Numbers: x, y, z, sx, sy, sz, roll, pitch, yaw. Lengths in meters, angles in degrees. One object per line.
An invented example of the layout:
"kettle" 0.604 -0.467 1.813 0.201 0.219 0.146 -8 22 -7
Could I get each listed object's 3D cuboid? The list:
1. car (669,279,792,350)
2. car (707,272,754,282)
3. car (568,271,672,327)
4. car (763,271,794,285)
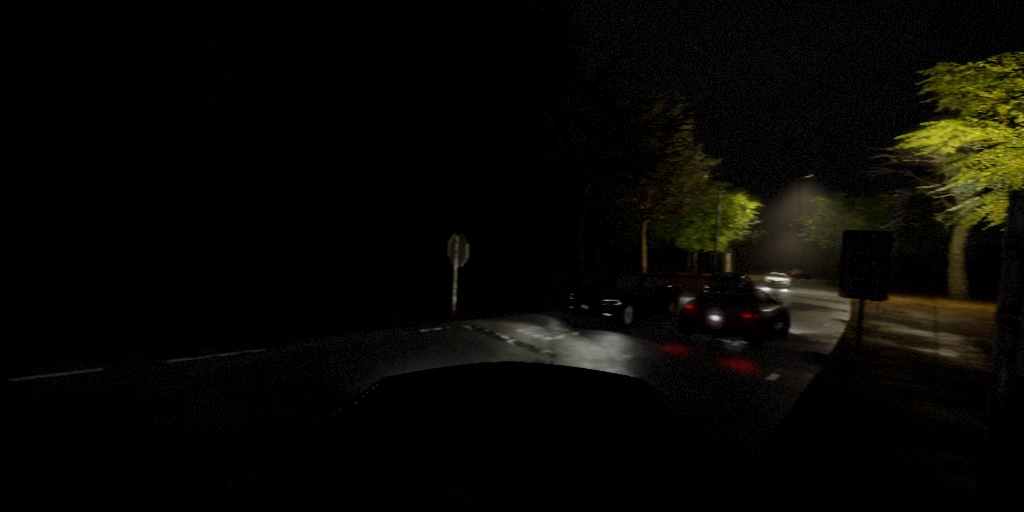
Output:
"car" 6.471 1.570 10.260 4.181 1.385 1.994 3 2 -44
"car" 12.772 1.716 20.927 1.837 1.490 4.892 5 2 44
"car" 3.903 1.278 12.098 5.008 1.535 1.882 3 2 -44
"car" 26.538 2.426 35.787 1.812 1.442 4.674 5 1 41
